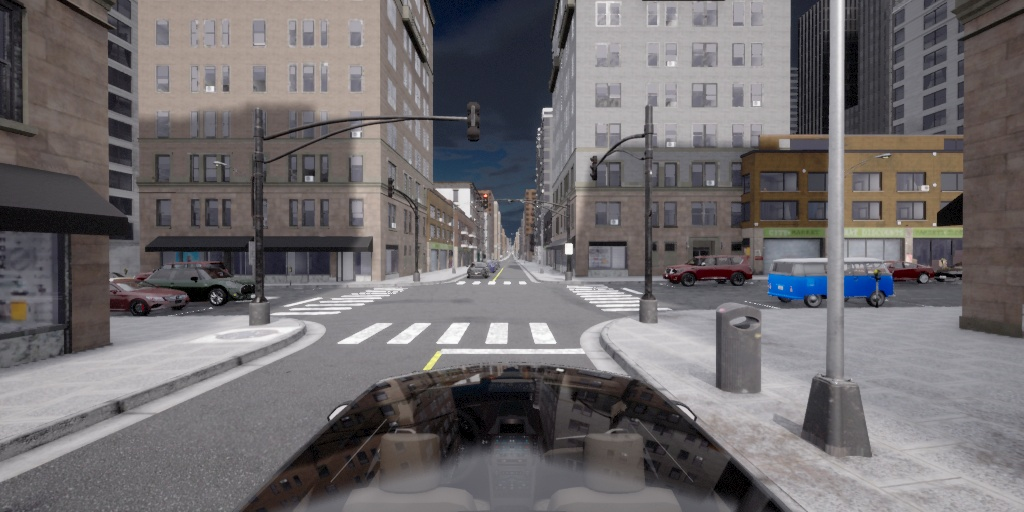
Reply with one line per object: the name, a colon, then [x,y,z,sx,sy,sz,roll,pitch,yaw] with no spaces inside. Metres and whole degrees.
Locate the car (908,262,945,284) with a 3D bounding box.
car: [23.328,0.964,22.263,4.507,1.381,1.888,0,0,0]

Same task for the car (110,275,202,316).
car: [-14.810,1.528,13.670,4.207,1.307,1.802,0,0,0]

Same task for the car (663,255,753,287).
car: [12.111,0.872,22.243,5.009,1.841,2.192,0,0,0]

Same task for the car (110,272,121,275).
car: [-26.005,1.551,22.176,4.829,1.417,1.751,0,0,0]

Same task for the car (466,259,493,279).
car: [-3.071,1.260,33.344,1.837,1.490,4.892,0,0,0]

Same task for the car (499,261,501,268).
car: [-3.049,1.283,53.651,1.837,1.490,4.892,0,0,0]

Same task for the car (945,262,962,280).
car: [28.938,0.916,22.273,4.313,1.339,1.948,0,0,0]

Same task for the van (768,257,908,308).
van: [12.127,0.957,13.718,3.998,1.789,1.690,0,0,0]

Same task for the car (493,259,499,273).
car: [-3.058,1.116,43.503,2.097,1.767,4.553,0,0,0]

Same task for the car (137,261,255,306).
car: [-13.999,1.269,16.313,4.553,1.767,2.097,-1,0,0]
